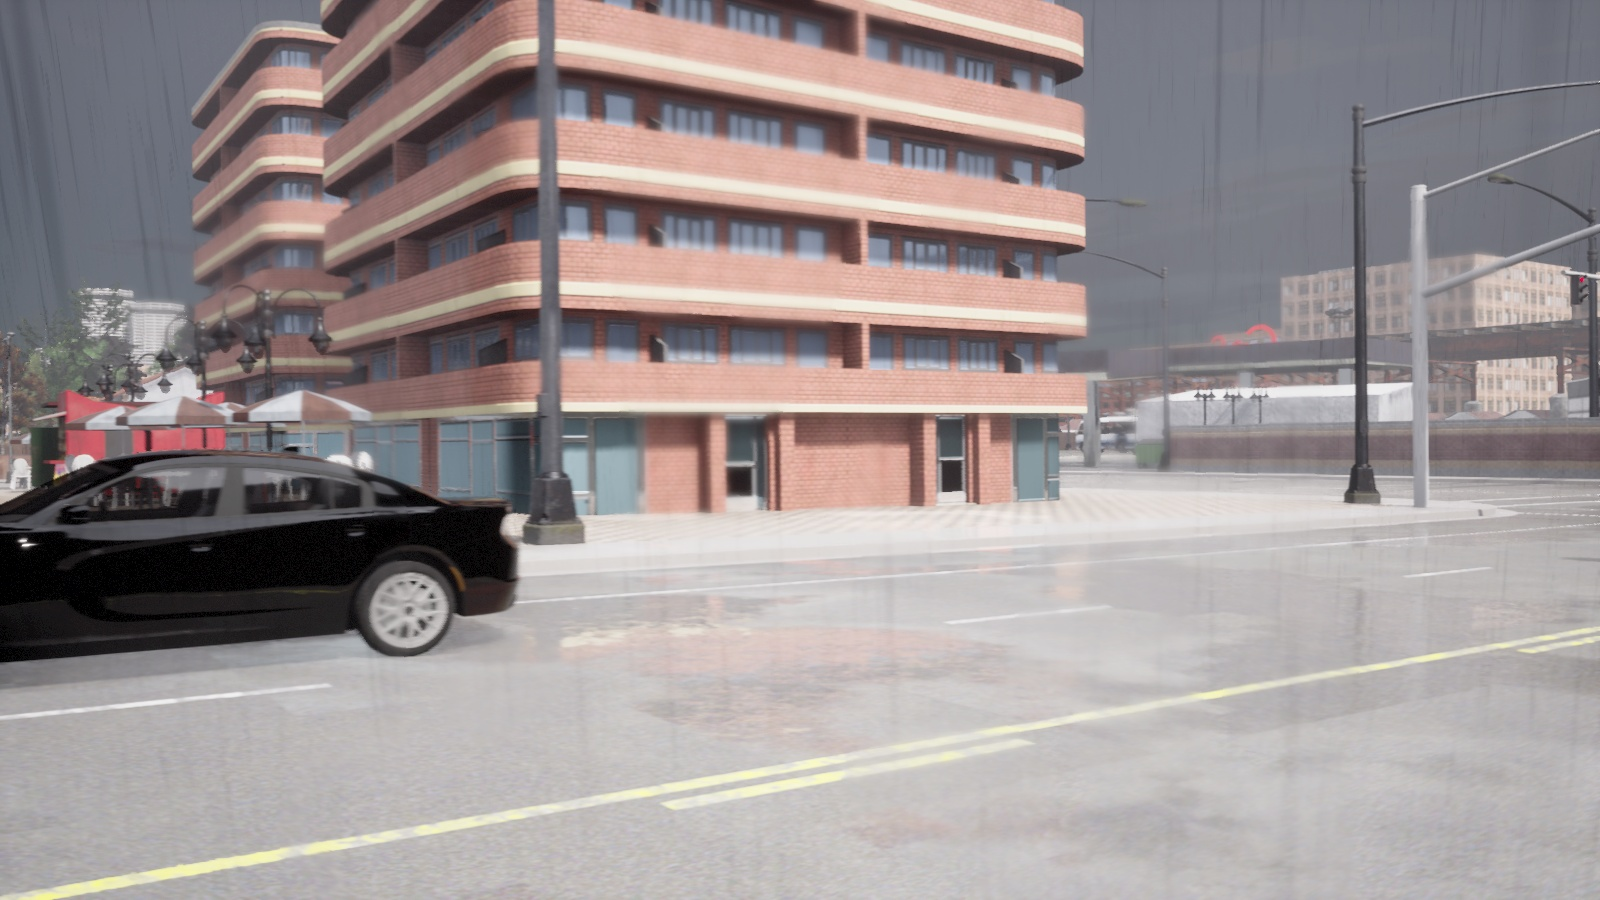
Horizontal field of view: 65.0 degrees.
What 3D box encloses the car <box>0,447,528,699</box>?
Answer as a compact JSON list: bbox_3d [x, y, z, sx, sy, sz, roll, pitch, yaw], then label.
[{"bbox_3d":[-4.674,0.754,8.934,5.008,1.535,1.882,0,0,-35],"label":"car"}]
